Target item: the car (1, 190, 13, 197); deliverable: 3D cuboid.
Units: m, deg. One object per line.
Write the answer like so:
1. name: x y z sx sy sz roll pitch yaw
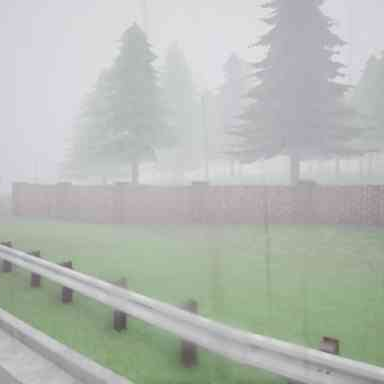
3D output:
1. car: -46.381 0.559 82.970 2.128 1.511 4.902 1 0 -17
